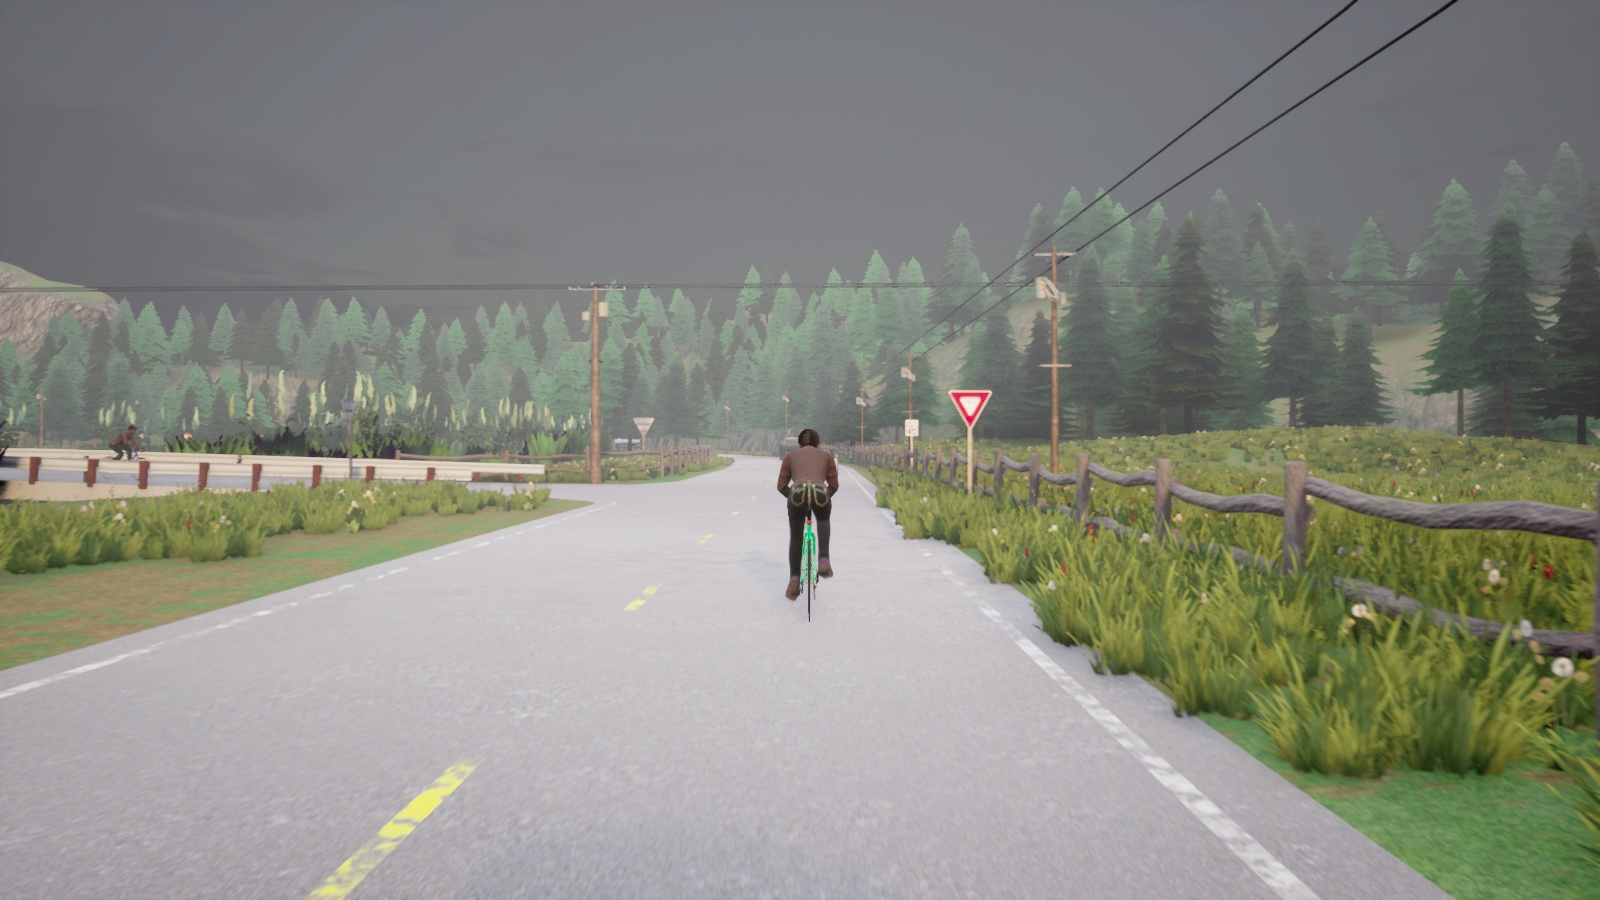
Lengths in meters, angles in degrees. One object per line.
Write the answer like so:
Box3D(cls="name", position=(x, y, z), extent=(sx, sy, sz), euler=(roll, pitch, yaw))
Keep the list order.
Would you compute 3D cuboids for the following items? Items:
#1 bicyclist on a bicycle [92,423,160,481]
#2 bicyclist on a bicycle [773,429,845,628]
Box3D(cls="bicyclist on a bicycle", position=(-19.822, 0.058, 36.956), extent=(1.656, 1.620, 0.582), euler=(2, 0, 3))
Box3D(cls="bicyclist on a bicycle", position=(0.078, 0.637, 11.029), extent=(0.582, 1.620, 1.656), euler=(0, 0, 0))
